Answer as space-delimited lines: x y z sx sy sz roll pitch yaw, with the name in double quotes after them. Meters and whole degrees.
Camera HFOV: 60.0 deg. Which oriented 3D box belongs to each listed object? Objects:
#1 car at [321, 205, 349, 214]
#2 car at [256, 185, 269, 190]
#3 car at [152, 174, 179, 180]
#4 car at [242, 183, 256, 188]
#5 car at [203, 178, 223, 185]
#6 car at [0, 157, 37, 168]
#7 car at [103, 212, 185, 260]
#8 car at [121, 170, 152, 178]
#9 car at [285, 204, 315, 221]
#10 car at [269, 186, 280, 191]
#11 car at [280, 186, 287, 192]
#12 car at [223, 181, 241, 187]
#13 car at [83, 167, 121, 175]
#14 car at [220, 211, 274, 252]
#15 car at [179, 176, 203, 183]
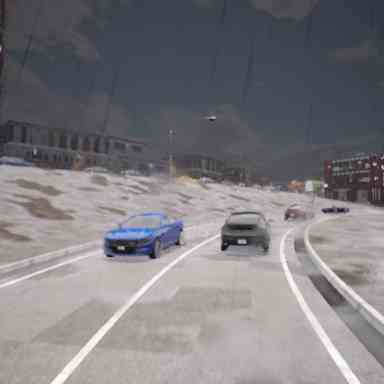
20.567 2.517 47.831 4.718 1.301 1.895 2 -4 -39 "car"
14.638 -0.823 75.343 2.231 1.521 4.892 -3 -6 43 "car"
-5.110 -2.287 55.932 4.674 1.452 2.002 4 -5 -41 "car"
10.942 -1.090 71.386 2.002 1.452 4.674 -4 -6 44 "car"
3.023 -1.870 63.435 4.553 1.767 2.185 4 -6 -43 "car"
-21.958 -3.460 41.819 4.553 1.767 2.185 3 -5 -40 "car"
-1.703 1.580 13.217 1.882 1.535 5.008 -1 -1 14 "car"
-9.304 -2.604 52.313 4.892 1.521 2.231 3 -5 -40 "car"
10.009 1.884 30.912 1.812 1.442 4.674 -2 -2 33 "car"
18.387 -0.607 79.548 2.185 1.767 4.553 -3 -6 42 "car"
22.042 -0.366 83.799 2.435 2.045 5.566 -3 -6 41 "car"
7.093 -1.405 67.441 4.792 1.488 2.163 4 -6 -45 "car"
-13.544 -2.858 48.788 4.892 1.521 2.231 3 -5 -40 "car"
2.426 1.592 14.413 1.837 1.490 4.892 -1 -1 15 "car"
-0.995 -2.038 59.646 5.008 1.535 2.097 4 -5 -42 "car"
